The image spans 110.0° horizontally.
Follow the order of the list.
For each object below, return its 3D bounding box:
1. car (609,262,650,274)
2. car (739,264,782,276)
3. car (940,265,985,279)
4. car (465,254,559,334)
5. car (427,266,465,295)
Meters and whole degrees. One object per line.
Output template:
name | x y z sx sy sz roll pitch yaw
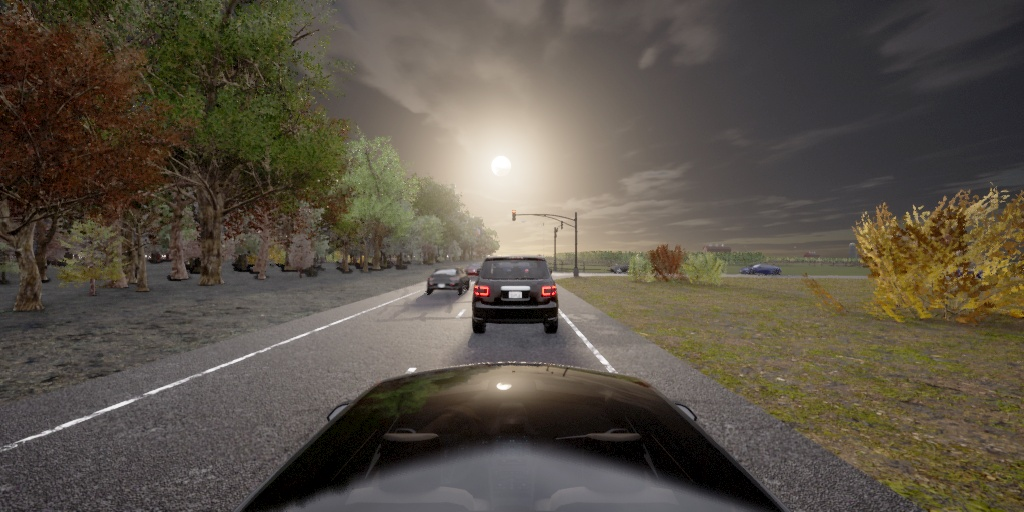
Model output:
car | 14.510 1.474 44.325 4.892 1.490 1.837 1 -1 2
car | 30.507 1.667 44.136 4.674 1.442 1.812 1 -1 0
car | 50.293 1.775 40.462 5.008 1.535 1.882 1 -1 1
car | 0.078 0.974 10.813 2.150 2.045 5.566 0 0 0
car | -3.443 1.280 19.818 1.812 1.442 4.674 0 0 0
